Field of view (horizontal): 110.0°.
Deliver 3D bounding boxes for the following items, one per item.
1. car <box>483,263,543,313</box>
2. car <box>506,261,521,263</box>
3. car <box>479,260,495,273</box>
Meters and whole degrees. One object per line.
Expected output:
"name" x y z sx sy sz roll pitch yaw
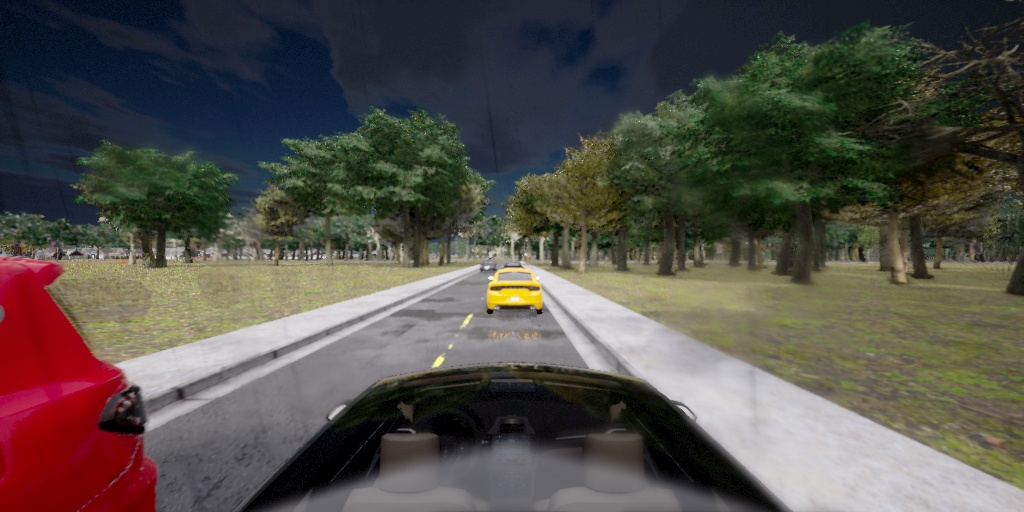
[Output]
"car" 0.096 1.217 13.876 1.882 1.535 5.008 0 0 0
"car" 0.096 1.215 31.566 2.128 1.511 4.902 0 0 0
"car" -2.845 1.205 43.418 2.128 1.511 4.902 0 0 0
